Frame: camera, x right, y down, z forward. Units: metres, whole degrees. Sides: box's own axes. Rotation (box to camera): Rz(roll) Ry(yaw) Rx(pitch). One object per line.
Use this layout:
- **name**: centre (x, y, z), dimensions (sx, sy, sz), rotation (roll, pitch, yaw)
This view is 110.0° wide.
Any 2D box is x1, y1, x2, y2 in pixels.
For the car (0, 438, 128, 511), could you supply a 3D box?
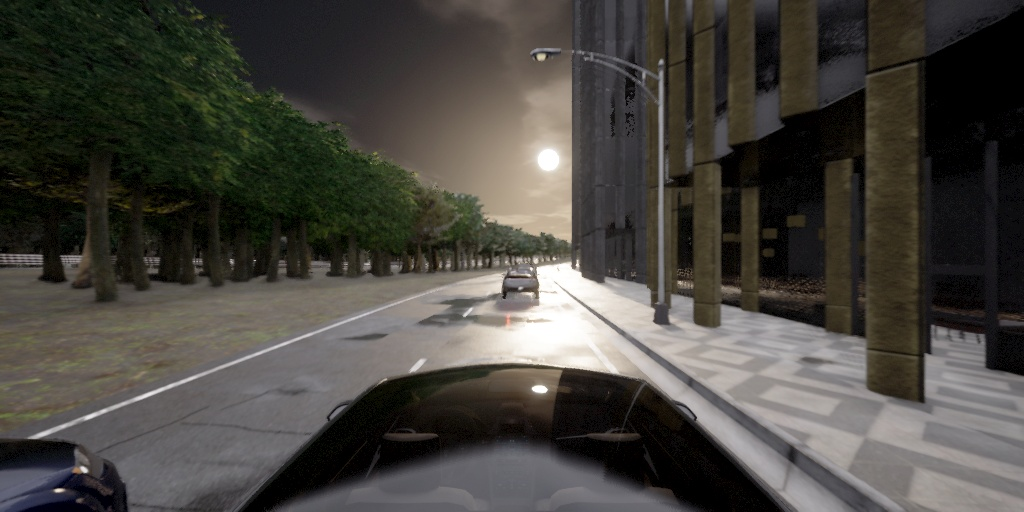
- **car**: centre (-3.376, 1.311, 0.445), dimensions (1.994, 1.385, 4.181), rotation (0, 0, 0)

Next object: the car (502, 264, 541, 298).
- **car**: centre (0.489, 1.356, 19.202), dimensions (2.128, 1.511, 4.902), rotation (0, -1, 2)
